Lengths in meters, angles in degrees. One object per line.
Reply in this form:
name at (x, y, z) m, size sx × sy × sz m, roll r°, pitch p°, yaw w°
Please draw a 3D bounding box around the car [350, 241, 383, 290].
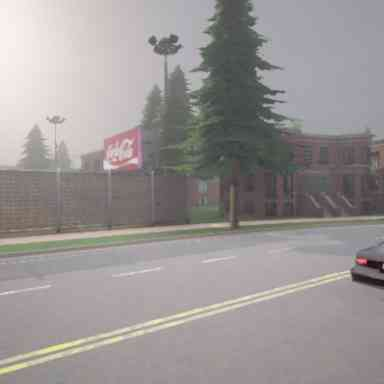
car at (5.980, 1.505, 7.819) m, size 5.357 × 1.411 × 2.033 m, roll 0°, pitch 0°, yaw -32°
